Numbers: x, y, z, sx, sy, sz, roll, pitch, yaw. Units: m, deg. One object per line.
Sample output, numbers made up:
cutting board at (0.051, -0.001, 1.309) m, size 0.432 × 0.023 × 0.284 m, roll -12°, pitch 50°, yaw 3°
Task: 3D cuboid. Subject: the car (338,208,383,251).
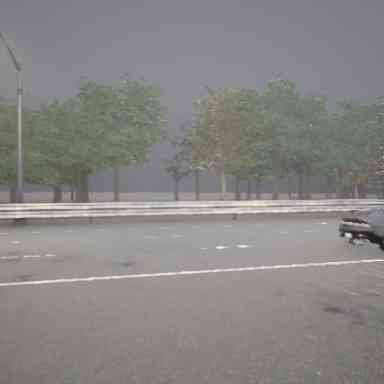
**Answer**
car at (8.072, 1.362, 12.762) m, size 4.902 × 1.511 × 2.128 m, roll 0°, pitch 0°, yaw -14°
